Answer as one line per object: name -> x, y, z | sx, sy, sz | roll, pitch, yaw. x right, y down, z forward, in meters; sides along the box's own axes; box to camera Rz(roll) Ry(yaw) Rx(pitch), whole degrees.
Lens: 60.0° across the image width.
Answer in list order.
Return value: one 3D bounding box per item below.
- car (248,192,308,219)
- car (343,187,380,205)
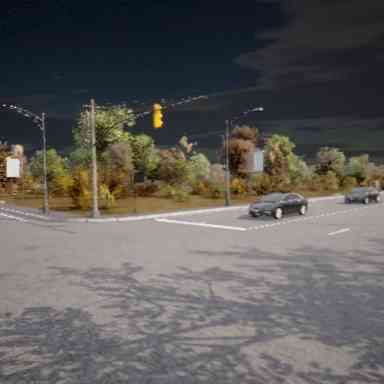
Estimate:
car -> 5.441, 0.782, 20.807 | 4.892, 1.490, 1.837 | -3, 2, -43
car -> 15.561, 0.295, 30.399 | 4.892, 1.490, 1.837 | -4, 3, -43
